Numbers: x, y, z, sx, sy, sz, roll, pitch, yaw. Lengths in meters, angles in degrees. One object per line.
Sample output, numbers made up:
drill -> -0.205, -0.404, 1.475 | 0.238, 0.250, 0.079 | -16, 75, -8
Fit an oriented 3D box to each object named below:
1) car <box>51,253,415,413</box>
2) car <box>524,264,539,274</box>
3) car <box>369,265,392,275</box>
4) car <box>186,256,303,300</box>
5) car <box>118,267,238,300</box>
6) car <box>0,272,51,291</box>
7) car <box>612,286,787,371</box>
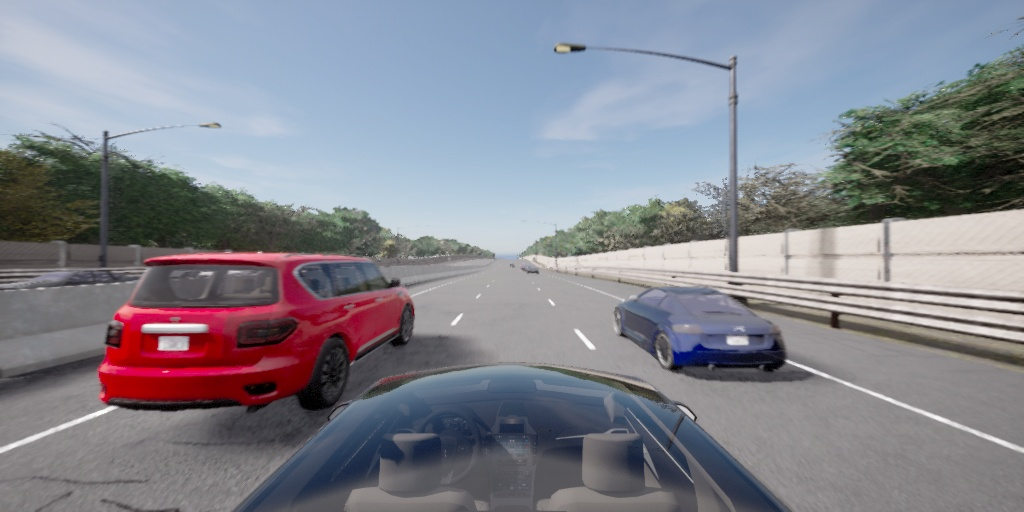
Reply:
car -> -3.397, 0.978, 6.285 | 2.150, 2.045, 5.566 | 0, 0, 0
car -> 3.520, 2.379, 61.233 | 1.994, 1.385, 4.181 | 0, -1, 0
car -> -20.998, 2.191, 57.480 | 1.882, 1.535, 5.008 | 0, -1, 0
car -> -14.079, 1.077, 19.454 | 2.150, 2.045, 5.566 | 0, -1, 0
car -> -17.579, 1.357, 19.301 | 1.837, 1.490, 4.892 | 0, -1, 0
car -> -21.088, 1.378, 17.326 | 2.033, 1.411, 5.357 | 0, -1, 0
car -> 3.602, 1.325, 7.724 | 1.994, 1.385, 4.181 | 0, 0, 0
